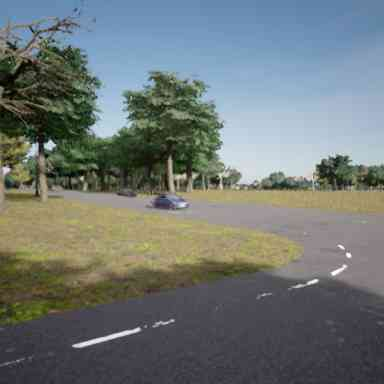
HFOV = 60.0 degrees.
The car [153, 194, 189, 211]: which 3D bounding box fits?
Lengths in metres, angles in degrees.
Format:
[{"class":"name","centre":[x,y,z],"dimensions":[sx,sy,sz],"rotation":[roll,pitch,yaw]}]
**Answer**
[{"class":"car","centre":[-2.155,0.911,32.039],"dimensions":[1.812,1.442,4.674],"rotation":[-2,2,-35]}]

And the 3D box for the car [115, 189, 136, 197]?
[{"class":"car","centre":[-11.434,0.100,57.255],"dimensions":[2.033,1.411,5.357],"rotation":[-2,2,-35]}]

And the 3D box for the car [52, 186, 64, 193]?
[{"class":"car","centre":[-31.776,-0.719,78.874],"dimensions":[2.097,1.767,4.553],"rotation":[-1,2,-29]}]
